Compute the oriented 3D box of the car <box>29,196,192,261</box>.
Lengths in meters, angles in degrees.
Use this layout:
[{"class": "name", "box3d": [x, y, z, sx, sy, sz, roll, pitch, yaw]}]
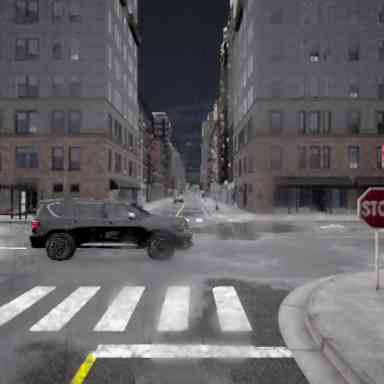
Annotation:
[{"class": "car", "box3d": [-2.769, 1.238, 11.838, 5.566, 2.045, 2.150, 0, 0, 0]}]
